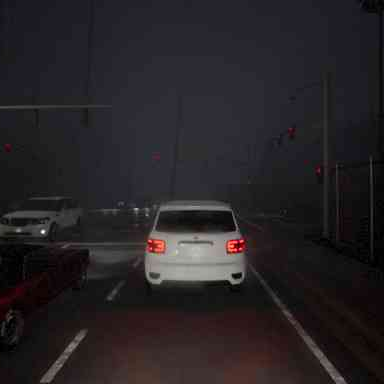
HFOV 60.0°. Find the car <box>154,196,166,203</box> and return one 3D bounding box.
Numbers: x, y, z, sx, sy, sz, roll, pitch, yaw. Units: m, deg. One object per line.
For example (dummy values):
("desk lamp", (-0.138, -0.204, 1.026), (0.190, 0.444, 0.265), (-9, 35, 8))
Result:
("car", (-6.848, 1.538, 70.846), (2.033, 1.411, 5.357), (0, 0, 0))

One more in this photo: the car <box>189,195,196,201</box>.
("car", (0.185, 1.524, 86.088), (1.812, 1.442, 4.674), (0, 0, 0))

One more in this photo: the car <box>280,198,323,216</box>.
("car", (11.020, 1.407, 32.611), (4.553, 1.767, 2.097), (0, 0, 0))

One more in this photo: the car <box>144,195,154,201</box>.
("car", (-10.329, 1.431, 79.748), (1.895, 1.301, 4.718), (0, 0, 0))

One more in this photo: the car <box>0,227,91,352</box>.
("car", (-3.430, 1.601, 6.109), (1.895, 1.301, 4.718), (0, 0, 1))

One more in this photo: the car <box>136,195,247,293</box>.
("car", (0.092, 1.221, 9.032), (2.150, 2.045, 5.566), (0, 0, 0))

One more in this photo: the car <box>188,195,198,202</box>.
("car", (0.168, 1.523, 75.685), (2.128, 1.511, 4.902), (0, 0, 0))

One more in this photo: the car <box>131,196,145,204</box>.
("car", (-10.400, 1.477, 64.641), (1.882, 1.535, 5.008), (0, 0, 1))

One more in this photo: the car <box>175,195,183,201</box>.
("car", (-3.316, 1.540, 85.973), (2.033, 1.411, 5.357), (0, 0, 0))

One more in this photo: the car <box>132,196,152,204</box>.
("car", (-6.994, 1.505, 48.540), (1.837, 1.490, 4.892), (0, 0, 0))

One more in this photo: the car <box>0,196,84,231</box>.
("car", (-7.066, 1.231, 16.320), (2.150, 2.045, 5.566), (0, 0, 0))

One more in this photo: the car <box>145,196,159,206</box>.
("car", (-6.957, 1.526, 57.632), (1.812, 1.442, 4.674), (0, 0, 0))

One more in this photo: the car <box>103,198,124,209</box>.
("car", (-10.503, 1.547, 44.969), (2.033, 1.411, 5.357), (0, 0, 0))
